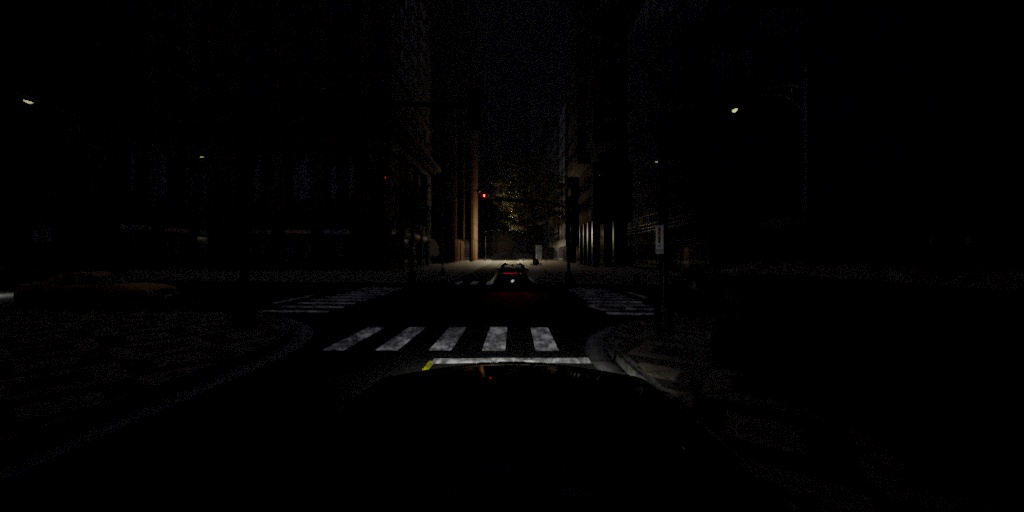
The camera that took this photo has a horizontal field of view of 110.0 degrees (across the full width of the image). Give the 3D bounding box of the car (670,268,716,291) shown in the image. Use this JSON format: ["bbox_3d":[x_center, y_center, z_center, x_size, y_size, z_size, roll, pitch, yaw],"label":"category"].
[{"bbox_3d":[11.864,1.371,21.569,4.403,1.370,2.007,0,0,0],"label":"car"}]

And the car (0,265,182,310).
[{"bbox_3d":[-14.972,1.140,13.115,4.829,1.417,1.751,0,0,0],"label":"car"}]

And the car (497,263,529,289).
[{"bbox_3d":[0.035,1.211,23.034,2.128,1.511,4.902,0,0,0],"label":"car"}]

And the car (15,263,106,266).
[{"bbox_3d":[-26.370,1.054,21.671,4.313,1.339,1.948,0,0,0],"label":"car"}]

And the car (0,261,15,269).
[{"bbox_3d":[-31.988,0.963,21.685,4.507,1.381,1.888,0,0,0],"label":"car"}]
